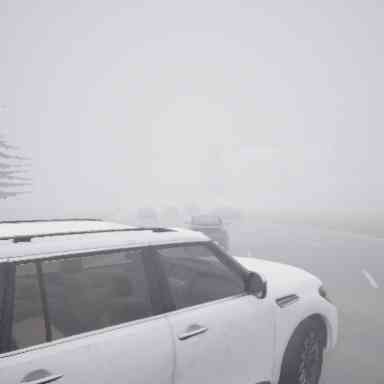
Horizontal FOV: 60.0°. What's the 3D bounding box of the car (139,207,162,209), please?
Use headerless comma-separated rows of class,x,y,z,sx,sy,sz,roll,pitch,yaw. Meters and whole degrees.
car,-4.889,2.256,35.069,2.033,1.411,5.357,0,-1,-15

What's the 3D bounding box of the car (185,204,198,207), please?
car,-0.105,2.365,45.576,1.837,1.490,4.892,0,-1,-12

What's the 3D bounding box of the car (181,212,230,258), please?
car,0.640,1.790,15.204,1.837,1.490,4.892,1,-1,3

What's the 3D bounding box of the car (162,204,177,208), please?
car,-2.832,2.285,41.406,1.882,1.535,5.008,0,-1,-13

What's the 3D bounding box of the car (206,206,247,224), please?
car,3.193,2.125,32.171,2.033,1.411,5.357,0,-1,-17

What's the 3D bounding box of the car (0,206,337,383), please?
car,-0.745,1.298,3.288,5.566,2.045,2.150,0,0,-40
